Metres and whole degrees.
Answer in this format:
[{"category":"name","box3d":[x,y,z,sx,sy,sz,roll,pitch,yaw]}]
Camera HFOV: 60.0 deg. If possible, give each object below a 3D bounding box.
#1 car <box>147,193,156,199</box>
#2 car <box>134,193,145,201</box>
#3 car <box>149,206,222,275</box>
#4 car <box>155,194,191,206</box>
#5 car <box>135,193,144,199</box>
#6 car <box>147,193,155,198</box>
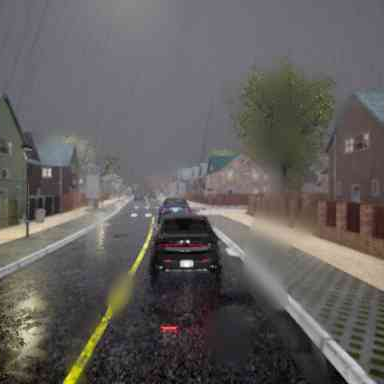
[{"category":"car","box3d":[-9.107,0.928,75.895,1.837,1.490,4.892,0,0,-9]},{"category":"car","box3d":[-9.821,1.034,62.116,1.994,1.385,4.181,0,0,-8]},{"category":"car","box3d":[-0.240,1.380,10.024,1.837,1.490,4.892,0,0,-3]},{"category":"car","box3d":[-1.127,1.105,22.133,2.097,1.767,4.553,0,1,-4]},{"category":"car","box3d":[-12.029,0.942,76.822,1.994,1.385,4.181,0,0,-9]},{"category":"car","box3d":[-10.675,0.913,86.224,1.895,1.301,4.718,0,0,-9]}]
